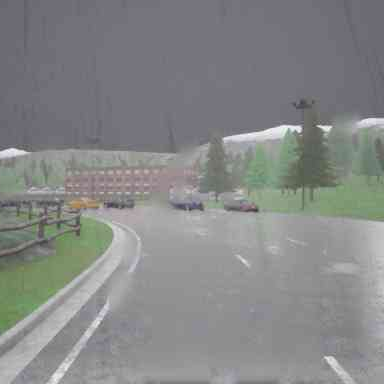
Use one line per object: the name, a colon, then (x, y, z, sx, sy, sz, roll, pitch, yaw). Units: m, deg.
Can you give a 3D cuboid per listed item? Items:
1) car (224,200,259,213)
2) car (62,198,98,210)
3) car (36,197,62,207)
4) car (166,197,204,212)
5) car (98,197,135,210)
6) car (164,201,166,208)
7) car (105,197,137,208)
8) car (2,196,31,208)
car: (5.396, 1.564, 36.860, 1.994, 1.385, 4.181, 0, 0, -33)
car: (-13.816, 1.478, 42.011, 5.008, 1.535, 1.882, 0, 0, 36)
car: (-21.360, 1.526, 50.283, 4.674, 1.442, 1.812, 0, 0, 24)
car: (-0.650, 1.351, 39.191, 2.097, 1.767, 4.553, 0, 0, -37)
car: (-9.518, 1.491, 43.011, 4.902, 1.511, 2.128, 0, 0, 40)
car: (-1.782, 1.478, 45.638, 1.882, 1.535, 5.008, 0, 0, -43)
car: (-10.364, 1.505, 48.273, 4.892, 1.490, 1.837, 0, 0, 37)
car: (-25.603, 1.352, 48.256, 4.553, 1.767, 2.097, 0, 0, 20)
